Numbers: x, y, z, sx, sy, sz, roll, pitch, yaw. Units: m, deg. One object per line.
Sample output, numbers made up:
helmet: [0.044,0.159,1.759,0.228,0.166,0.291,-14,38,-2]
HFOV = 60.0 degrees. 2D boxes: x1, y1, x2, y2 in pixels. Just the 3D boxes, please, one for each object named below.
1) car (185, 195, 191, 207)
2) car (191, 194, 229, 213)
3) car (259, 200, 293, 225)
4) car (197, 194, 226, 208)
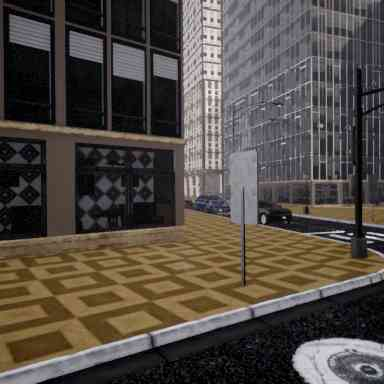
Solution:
car: [-1.315,1.094,41.349,1.994,1.385,4.181,-1,1,-18]
car: [1.839,1.020,31.929,2.097,1.767,4.553,-1,1,-19]
car: [4.888,1.278,22.856,1.882,1.535,5.008,-1,1,-19]
car: [2.244,1.063,39.986,1.812,1.442,4.674,-1,1,-19]
